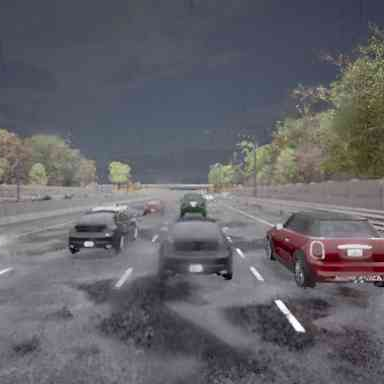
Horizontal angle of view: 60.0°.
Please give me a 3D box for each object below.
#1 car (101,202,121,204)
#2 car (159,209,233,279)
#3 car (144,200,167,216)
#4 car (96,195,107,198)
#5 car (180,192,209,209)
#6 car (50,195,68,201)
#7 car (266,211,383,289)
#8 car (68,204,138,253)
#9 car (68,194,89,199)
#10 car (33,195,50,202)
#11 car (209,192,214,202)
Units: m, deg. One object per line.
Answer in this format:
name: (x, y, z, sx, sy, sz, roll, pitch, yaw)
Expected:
car: (-6.895, 1.515, 28.736, 1.895, 1.301, 4.718, 0, 0, 0)
car: (0.097, 1.474, 9.924, 1.837, 1.490, 4.892, 0, 0, 0)
car: (-3.398, 1.432, 31.231, 1.812, 1.442, 4.674, 0, 0, 0)
car: (-17.495, 1.360, 64.376, 2.033, 1.411, 5.357, 0, 0, 0)
car: (0.102, 1.133, 29.426, 2.150, 2.045, 5.566, 0, 0, 0)
car: (-24.498, 1.354, 62.828, 1.812, 1.442, 4.674, 0, 0, 0)
car: (3.501, 1.319, 9.264, 2.097, 1.767, 4.553, 0, 0, 0)
car: (-3.400, 1.463, 13.386, 1.837, 1.490, 4.892, 0, 0, 0)
car: (-21.004, 1.182, 62.883, 2.097, 1.767, 4.553, 0, 0, 0)
car: (-27.994, 1.304, 62.429, 1.882, 1.535, 5.008, 0, 0, 0)
car: (3.507, 1.037, 72.010, 2.150, 2.045, 5.566, 0, 0, 0)
